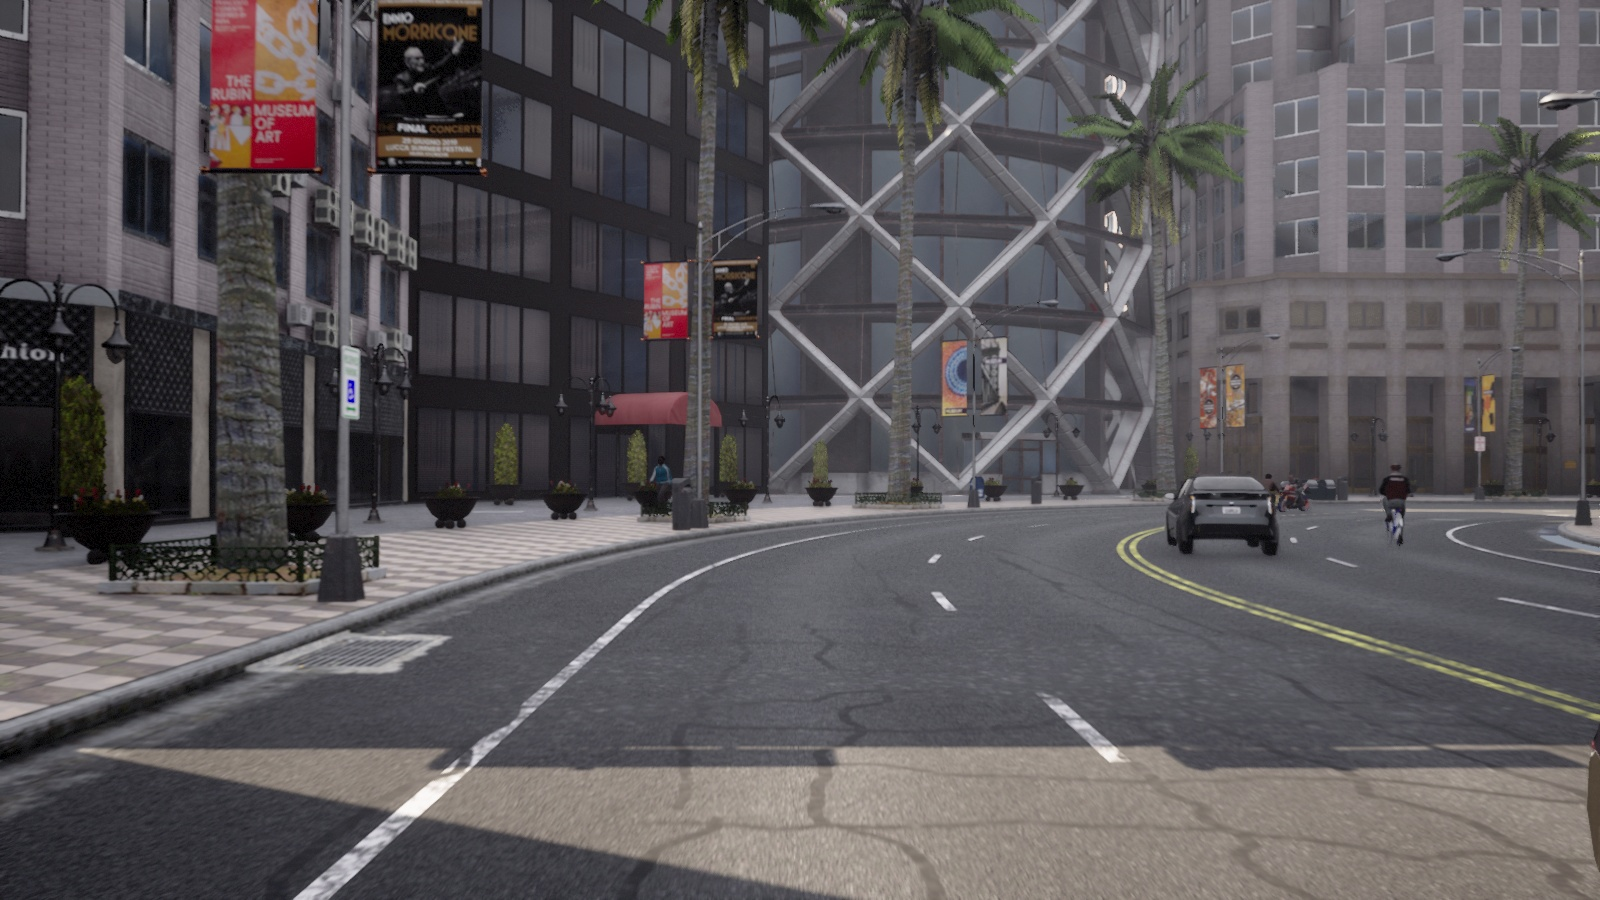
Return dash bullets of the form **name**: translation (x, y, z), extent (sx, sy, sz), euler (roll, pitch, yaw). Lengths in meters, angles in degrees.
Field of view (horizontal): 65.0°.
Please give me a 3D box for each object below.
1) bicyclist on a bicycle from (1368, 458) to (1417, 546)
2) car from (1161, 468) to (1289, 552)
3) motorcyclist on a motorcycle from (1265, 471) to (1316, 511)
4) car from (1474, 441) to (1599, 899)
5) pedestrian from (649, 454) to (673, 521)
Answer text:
- **bicyclist on a bicycle**: translation (12.427, 1.066, 26.378), extent (0.659, 1.776, 1.843), euler (0, -1, 17)
- **car**: translation (8.483, 1.143, 25.449), extent (2.007, 1.525, 4.514), euler (0, -1, 13)
- **motorcyclist on a motorcycle**: translation (19.336, 1.580, 49.461), extent (2.191, 1.530, 0.866), euler (1, -1, -38)
- **car**: translation (3.494, 0.765, 2.162), extent (2.033, 1.649, 4.856), euler (0, -1, 0)
- **pedestrian**: translation (-4.065, 1.089, 36.832), extent (0.396, 1.930, 0.692), euler (-1, -1, 24)
